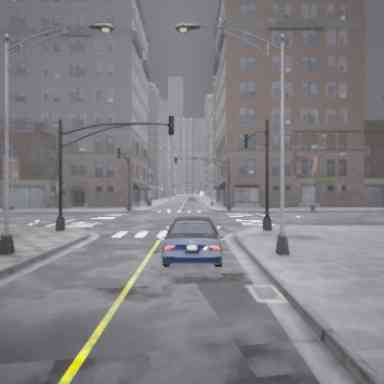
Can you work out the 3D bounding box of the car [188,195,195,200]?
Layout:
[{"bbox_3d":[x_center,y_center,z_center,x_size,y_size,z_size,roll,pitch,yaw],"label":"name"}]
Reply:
[{"bbox_3d":[-0.101,1.373,85.679,1.895,1.301,4.718,0,0,0],"label":"car"}]

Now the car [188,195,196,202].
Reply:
[{"bbox_3d":[-0.070,1.538,75.675,1.895,1.301,4.718,0,0,0],"label":"car"}]

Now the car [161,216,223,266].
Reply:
[{"bbox_3d":[0.039,1.532,11.405,2.033,1.411,5.357,0,0,1],"label":"car"}]
